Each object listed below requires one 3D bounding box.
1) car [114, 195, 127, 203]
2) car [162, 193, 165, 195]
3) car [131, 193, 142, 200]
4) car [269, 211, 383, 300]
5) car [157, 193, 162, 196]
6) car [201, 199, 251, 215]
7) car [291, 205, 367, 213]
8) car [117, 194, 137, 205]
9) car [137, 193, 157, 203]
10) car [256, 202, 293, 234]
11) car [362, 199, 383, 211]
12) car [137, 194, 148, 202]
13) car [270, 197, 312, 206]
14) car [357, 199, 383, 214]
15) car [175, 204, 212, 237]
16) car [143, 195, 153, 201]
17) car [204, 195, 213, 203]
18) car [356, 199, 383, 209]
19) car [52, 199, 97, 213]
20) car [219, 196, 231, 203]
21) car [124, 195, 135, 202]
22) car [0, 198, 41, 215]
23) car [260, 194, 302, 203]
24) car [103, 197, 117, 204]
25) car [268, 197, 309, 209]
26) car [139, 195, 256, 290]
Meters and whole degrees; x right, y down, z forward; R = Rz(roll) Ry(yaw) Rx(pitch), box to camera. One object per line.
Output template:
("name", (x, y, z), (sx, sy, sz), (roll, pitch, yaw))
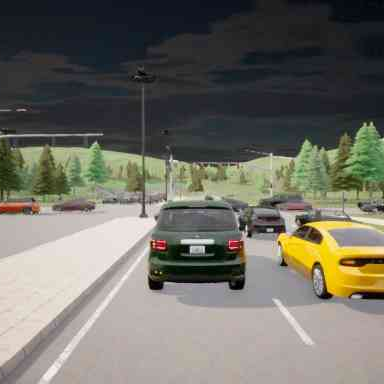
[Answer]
("car", (-15.091, 1.500, 70.287), (1.837, 1.490, 4.892), (0, 0, 0))
("car", (-8.102, 1.552, 78.126), (1.994, 1.385, 4.181), (0, 0, 0))
("car", (-15.106, 1.224, 91.217), (2.150, 2.045, 5.566), (0, 0, 0))
("car", (3.589, 1.478, 8.466), (1.882, 1.535, 5.008), (0, 0, 0))
("car", (-8.090, 1.355, 69.618), (2.097, 1.767, 4.553), (0, 0, 0))
("car", (3.394, 1.504, 34.066), (4.892, 1.490, 1.837), (0, 0, -3))
("car", (7.080, 1.601, 17.864), (1.895, 1.301, 4.718), (0, 0, 0))
("car", (-11.687, 1.526, 60.189), (1.812, 1.442, 4.674), (0, 0, 1))
("car", (-8.142, 1.491, 60.537), (2.128, 1.511, 4.902), (0, 0, 0))
("car", (3.580, 1.505, 17.691), (1.837, 1.490, 4.892), (0, 0, 0))
("car", (24.010, 1.601, 41.362), (4.718, 1.301, 1.895), (0, 0, 1))
("car", (-11.602, 1.355, 78.146), (2.097, 1.767, 4.553), (0, 0, 0))
("car", (11.518, 1.564, 38.064), (4.181, 1.385, 1.994), (0, 0, 2))
("car", (20.021, 1.505, 34.398), (4.892, 1.490, 1.837), (0, 0, 0))
("car", (0.079, 1.505, 19.069), (1.837, 1.490, 4.892), (0, 0, 0))
("car", (-11.613, 1.552, 88.158), (1.994, 1.385, 4.181), (0, 0, 0))
("car", (3.493, 1.504, 70.994), (1.837, 1.490, 4.892), (0, 0, 0))
("car", (24.897, 1.601, 44.852), (4.718, 1.301, 1.895), (0, 0, 1))
("car", (-12.947, 1.525, 36.713), (4.674, 1.442, 1.812), (0, 0, -3))
("car", (7.012, 1.546, 70.805), (2.033, 1.411, 5.357), (0, 0, 0))
("car", (-15.105, 1.478, 80.675), (1.882, 1.535, 5.008), (0, 0, 0))
("car", (-17.620, 1.352, 33.074), (4.553, 1.767, 2.097), (0, 0, -1))
("car", (11.275, 1.224, 41.947), (5.566, 2.045, 2.150), (0, 0, 7))
("car", (-15.132, 1.564, 61.615), (1.994, 1.385, 4.181), (0, 0, 0))
("car", (13.053, 1.477, 45.219), (5.008, 1.535, 1.882), (0, 0, 3))
("car", (0.091, 1.221, 9.212), (2.150, 2.045, 5.566), (0, 0, 0))
